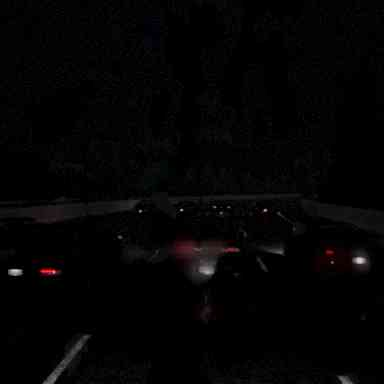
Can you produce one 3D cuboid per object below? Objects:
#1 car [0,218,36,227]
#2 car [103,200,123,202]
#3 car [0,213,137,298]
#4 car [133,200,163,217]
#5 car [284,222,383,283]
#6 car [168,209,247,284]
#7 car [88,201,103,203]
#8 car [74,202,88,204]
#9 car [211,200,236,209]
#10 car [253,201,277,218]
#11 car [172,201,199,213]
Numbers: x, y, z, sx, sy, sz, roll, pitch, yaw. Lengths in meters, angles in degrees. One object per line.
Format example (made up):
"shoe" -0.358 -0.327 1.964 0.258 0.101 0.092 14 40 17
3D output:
"car" -6.356 1.568 11.939 1.895 1.301 4.718 0 0 4
"car" -10.780 1.367 49.703 2.128 1.511 4.902 0 0 15
"car" -3.086 1.525 8.655 2.033 1.411 5.357 0 0 4
"car" -4.028 1.451 30.692 1.812 1.442 4.674 0 0 10
"car" 4.002 1.545 9.662 1.994 1.385 4.181 0 0 4
"car" 0.486 1.470 9.533 2.128 1.511 4.902 0 0 4
"car" -13.670 1.416 52.473 2.033 1.411 5.357 0 0 16
"car" -17.087 1.465 53.229 1.895 1.301 4.718 0 0 16
"car" 2.724 1.429 28.667 2.128 1.511 4.902 0 0 9
"car" 6.445 1.502 29.601 1.994 1.385 4.181 0 0 10
"car" -0.534 1.494 30.341 1.994 1.385 4.181 0 0 10
